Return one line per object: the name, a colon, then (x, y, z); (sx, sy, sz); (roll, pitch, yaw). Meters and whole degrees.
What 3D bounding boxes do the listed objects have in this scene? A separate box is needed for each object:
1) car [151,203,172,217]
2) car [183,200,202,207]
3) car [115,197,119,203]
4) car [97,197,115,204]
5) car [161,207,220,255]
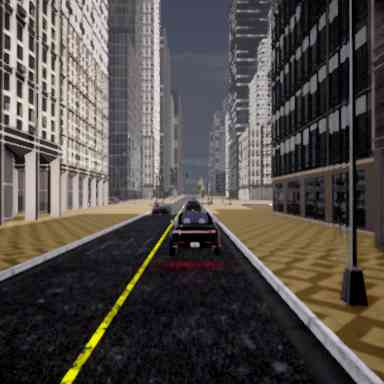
car: (-3.037, 1.810, 34.286); (1.895, 1.301, 4.718); (0, 0, 0)
car: (0.104, 1.738, 38.328); (1.837, 1.490, 4.892); (0, 0, 0)
car: (-19.197, 1.824, 77.020); (4.097, 1.590, 1.967); (0, -1, -1)
car: (-18.888, 1.828, 68.383); (4.829, 1.417, 1.752); (0, -1, -1)
car: (0.100, 1.577, 13.680); (2.128, 1.511, 4.902); (0, 0, 0)
